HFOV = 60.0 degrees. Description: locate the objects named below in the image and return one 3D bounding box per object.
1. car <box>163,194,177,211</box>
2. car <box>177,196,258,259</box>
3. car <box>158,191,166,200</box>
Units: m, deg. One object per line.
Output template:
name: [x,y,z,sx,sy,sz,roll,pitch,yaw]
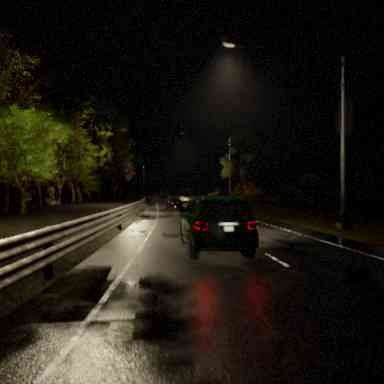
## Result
car: [-2.108,1.319,38.332,1.837,1.490,4.892,0,0,-6]
car: [0.793,1.168,12.522,2.150,2.045,5.566,0,0,-6]
car: [-6.745,1.081,79.538,1.837,1.490,4.892,0,0,-6]
